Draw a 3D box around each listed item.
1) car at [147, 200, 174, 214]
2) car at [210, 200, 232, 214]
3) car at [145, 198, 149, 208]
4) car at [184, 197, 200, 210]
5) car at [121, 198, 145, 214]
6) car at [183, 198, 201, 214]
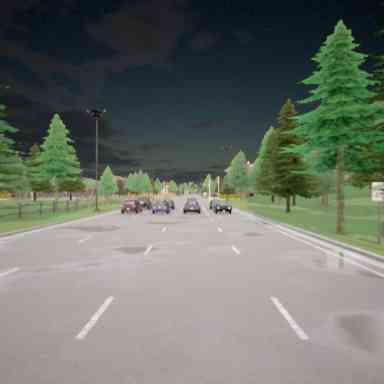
[{"bbox_3d":[-3.499,1.757,38.299,2.033,1.411,5.357,0,0,0],"label":"car"},{"bbox_3d":[3.501,1.813,38.745,1.895,1.301,4.718,0,0,0],"label":"car"},{"bbox_3d":[-6.999,1.618,48.690,2.097,1.767,4.553,0,0,0],"label":"car"},{"bbox_3d":[0.001,1.618,48.690,2.097,1.767,4.553,0,0,0],"label":"car"},{"bbox_3d":[-6.999,1.737,38.716,1.812,1.442,4.674,0,0,0],"label":"car"},{"bbox_3d":[0.001,1.776,38.682,1.994,1.385,4.181,0,0,0],"label":"car"}]
